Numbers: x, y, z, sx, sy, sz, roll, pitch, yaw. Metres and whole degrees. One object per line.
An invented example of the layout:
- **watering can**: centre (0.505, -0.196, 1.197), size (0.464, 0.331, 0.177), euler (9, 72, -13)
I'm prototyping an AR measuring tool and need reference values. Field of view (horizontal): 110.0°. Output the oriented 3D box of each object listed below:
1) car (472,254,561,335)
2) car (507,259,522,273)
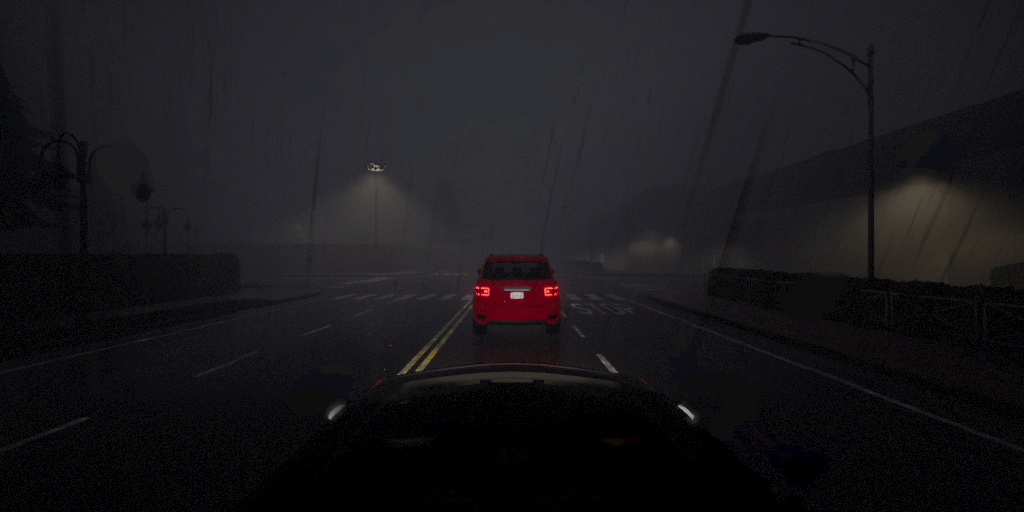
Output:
- **car**: centre (0.115, 0.971, 10.677), size (2.150, 2.045, 5.566), euler (0, 0, 0)
- **car**: centre (0.325, 1.228, 45.534), size (1.882, 1.535, 5.008), euler (0, 0, 1)
